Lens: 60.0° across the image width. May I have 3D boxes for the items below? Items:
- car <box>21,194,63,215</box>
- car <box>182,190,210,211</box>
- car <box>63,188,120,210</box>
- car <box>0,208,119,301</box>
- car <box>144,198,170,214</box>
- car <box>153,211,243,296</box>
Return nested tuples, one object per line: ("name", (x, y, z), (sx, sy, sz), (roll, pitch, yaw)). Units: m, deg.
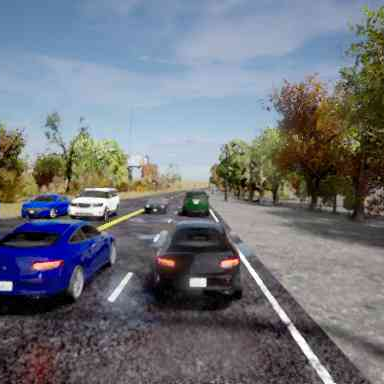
("car", (-9.676, 0.897, 22.637), (1.882, 1.535, 5.008), (2, 1, 1))
("car", (0.323, 0.857, 28.056), (2.150, 2.045, 5.566), (1, 1, 0))
("car", (-6.421, 0.742, 22.615), (2.150, 2.045, 5.566), (2, 1, 0))
("car", (-3.090, 1.348, 7.771), (1.812, 1.442, 4.674), (2, 1, 0))
("car", (-2.923, 1.143, 28.851), (1.895, 1.301, 4.718), (2, 1, 1))
("car", (0.159, 1.422, 8.235), (1.812, 1.442, 4.674), (0, 1, 1))
